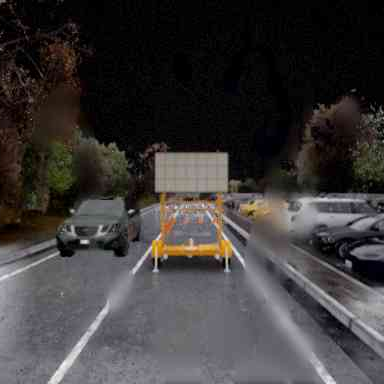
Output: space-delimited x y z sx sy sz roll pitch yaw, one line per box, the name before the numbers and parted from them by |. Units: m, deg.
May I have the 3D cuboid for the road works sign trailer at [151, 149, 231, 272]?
road works sign trailer | -0.015 0.442 10.702 2.380 3.560 2.880 0 0 0

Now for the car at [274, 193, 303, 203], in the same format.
car | 20.340 1.230 70.228 5.566 2.045 2.435 0 0 0

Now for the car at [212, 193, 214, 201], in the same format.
car | 7.284 1.489 70.341 5.008 1.535 2.097 0 0 0

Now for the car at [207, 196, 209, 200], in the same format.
car | 7.496 1.791 95.303 5.008 1.535 2.097 0 -1 0

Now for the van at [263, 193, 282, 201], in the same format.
van | 20.362 1.354 83.938 4.442 1.987 1.878 0 -1 0

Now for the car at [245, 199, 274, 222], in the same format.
car | 6.724 1.477 23.159 5.366 1.575 1.946 0 0 0

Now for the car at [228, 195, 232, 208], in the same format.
car | 7.073 1.458 39.803 4.792 1.488 2.163 0 0 0

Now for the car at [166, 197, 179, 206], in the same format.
car | -3.188 1.524 55.032 1.994 1.385 4.181 0 0 1

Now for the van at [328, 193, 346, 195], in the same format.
van | 20.261 1.200 42.401 4.442 1.987 1.878 0 0 0

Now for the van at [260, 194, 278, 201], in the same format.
van | 20.640 1.454 89.475 4.442 1.987 1.878 0 -1 0

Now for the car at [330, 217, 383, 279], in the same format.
car | 6.769 1.603 9.278 4.792 1.488 2.163 0 0 0

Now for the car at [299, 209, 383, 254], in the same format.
car | 6.826 1.555 12.053 5.008 1.535 2.097 0 0 0

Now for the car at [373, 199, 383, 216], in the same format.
car | 20.086 1.454 31.455 4.792 1.488 2.163 0 0 0

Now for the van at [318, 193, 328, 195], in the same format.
van | 20.050 1.206 45.173 4.442 1.987 1.878 0 0 0

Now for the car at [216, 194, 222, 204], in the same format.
car | 6.970 1.453 53.686 5.366 1.575 1.946 0 0 0

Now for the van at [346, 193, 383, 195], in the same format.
van | 19.992 1.192 36.847 4.442 1.987 1.878 0 0 0

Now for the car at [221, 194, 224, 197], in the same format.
car | 7.104 1.480 50.908 4.792 1.488 2.163 0 0 0

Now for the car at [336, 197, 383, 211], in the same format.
car | 20.128 1.420 39.632 5.008 1.535 2.097 0 0 0

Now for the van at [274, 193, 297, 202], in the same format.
van | 20.508 1.261 72.998 4.442 1.987 1.878 0 0 0

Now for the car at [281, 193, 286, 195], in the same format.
car | 20.321 1.510 64.562 4.674 1.452 2.002 0 0 0

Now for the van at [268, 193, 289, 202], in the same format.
van | 20.319 1.272 78.548 4.442 1.987 1.878 0 -1 0

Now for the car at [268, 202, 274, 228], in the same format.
car | 7.051 1.515 17.604 5.366 1.575 1.946 0 0 0

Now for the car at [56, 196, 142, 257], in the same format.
car | -3.350 1.194 13.174 2.150 2.045 5.566 0 0 0

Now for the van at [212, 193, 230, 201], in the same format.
van | 7.284 1.364 84.205 4.442 1.987 1.878 0 -1 0

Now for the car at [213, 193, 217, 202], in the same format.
car | 7.037 1.469 62.014 5.366 1.575 1.946 0 0 0

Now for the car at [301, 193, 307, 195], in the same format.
car | 20.183 1.191 50.712 5.566 2.045 2.435 0 0 0

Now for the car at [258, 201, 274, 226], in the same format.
car | 6.894 1.500 20.382 4.892 1.521 2.231 0 0 0

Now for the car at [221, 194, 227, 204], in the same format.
car | 7.081 1.474 48.132 4.792 1.488 2.163 0 0 0

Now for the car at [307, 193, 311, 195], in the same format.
car | 20.161 1.186 47.942 5.566 2.045 2.435 0 0 0

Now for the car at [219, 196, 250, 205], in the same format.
car | 7.184 1.462 56.460 4.892 1.521 2.231 0 0 0

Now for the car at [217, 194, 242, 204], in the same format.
car | 7.213 1.352 64.789 4.553 1.767 2.185 0 0 0

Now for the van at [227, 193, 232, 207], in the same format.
van | 7.183 1.208 42.579 4.442 1.987 1.878 0 0 0

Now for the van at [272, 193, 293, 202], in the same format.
van | 20.529 1.266 75.643 4.442 1.987 1.878 0 0 0

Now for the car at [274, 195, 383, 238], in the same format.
car | 6.871 1.285 14.827 5.566 2.045 2.435 0 0 0

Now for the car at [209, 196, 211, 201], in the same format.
car | 7.384 1.254 78.669 5.566 2.045 2.435 0 0 0

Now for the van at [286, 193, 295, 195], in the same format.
van | 20.418 1.239 61.917 4.442 1.987 1.878 0 0 0

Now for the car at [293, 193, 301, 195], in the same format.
car | 20.251 1.453 56.253 5.008 1.535 2.097 0 0 0

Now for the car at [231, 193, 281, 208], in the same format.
car | 7.053 1.300 37.030 4.553 1.767 2.185 0 0 0

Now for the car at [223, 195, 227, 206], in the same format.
car | 7.059 1.469 45.356 4.792 1.488 2.163 0 0 0

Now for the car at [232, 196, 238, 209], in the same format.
car | 6.993 1.427 34.251 4.892 1.521 2.231 0 0 0

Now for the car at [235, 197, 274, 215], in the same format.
car | 6.770 1.442 28.832 5.366 1.575 1.946 0 0 0

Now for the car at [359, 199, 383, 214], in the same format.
car | 20.107 1.448 34.094 4.792 1.488 2.163 0 0 0
